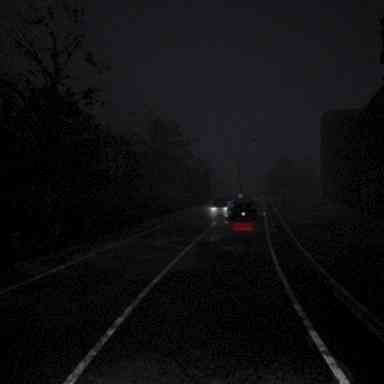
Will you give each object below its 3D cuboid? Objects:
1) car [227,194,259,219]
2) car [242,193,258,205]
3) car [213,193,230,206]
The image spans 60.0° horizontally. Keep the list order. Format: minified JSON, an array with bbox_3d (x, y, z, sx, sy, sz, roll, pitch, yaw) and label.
[{"bbox_3d":[4.024,1.204,25.398,1.837,1.490,4.892,-1,1,11],"label":"car"},{"bbox_3d":[7.416,0.911,42.214,1.895,1.301,4.718,-1,1,12],"label":"car"},{"bbox_3d":[3.775,0.835,41.098,1.812,1.442,4.674,-1,1,12],"label":"car"}]
